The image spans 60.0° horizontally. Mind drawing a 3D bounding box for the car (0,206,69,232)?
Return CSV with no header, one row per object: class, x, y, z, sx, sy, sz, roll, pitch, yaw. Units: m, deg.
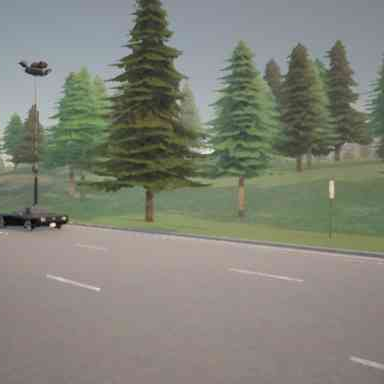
car,-9.305,1.477,19.232,4.718,1.301,1.895,0,0,36
